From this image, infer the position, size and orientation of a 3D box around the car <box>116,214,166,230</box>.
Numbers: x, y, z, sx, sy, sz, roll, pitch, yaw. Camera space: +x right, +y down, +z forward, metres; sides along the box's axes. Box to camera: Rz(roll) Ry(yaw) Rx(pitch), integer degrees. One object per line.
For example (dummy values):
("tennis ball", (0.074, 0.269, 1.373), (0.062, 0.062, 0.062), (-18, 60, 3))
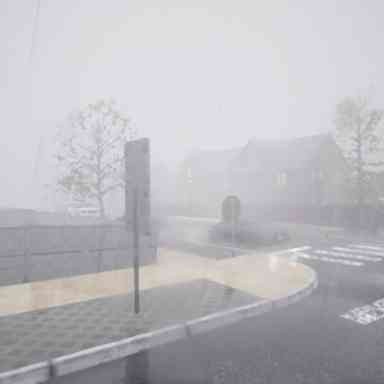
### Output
("car", (-3.875, 2.114, 24.735), (1.895, 1.301, 4.718), (-1, -1, -36))

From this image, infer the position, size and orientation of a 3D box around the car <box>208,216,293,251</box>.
("car", (2.598, 1.813, 15.609), (1.994, 1.385, 4.181), (-1, -1, -35))

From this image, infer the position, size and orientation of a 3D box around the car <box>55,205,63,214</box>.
("car", (-19.982, 2.769, 52.099), (2.033, 1.411, 5.357), (-1, -1, -36))

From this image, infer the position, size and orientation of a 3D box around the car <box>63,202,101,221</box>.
("car", (-11.571, 2.049, 35.478), (2.150, 2.045, 5.566), (-1, -1, -36))
